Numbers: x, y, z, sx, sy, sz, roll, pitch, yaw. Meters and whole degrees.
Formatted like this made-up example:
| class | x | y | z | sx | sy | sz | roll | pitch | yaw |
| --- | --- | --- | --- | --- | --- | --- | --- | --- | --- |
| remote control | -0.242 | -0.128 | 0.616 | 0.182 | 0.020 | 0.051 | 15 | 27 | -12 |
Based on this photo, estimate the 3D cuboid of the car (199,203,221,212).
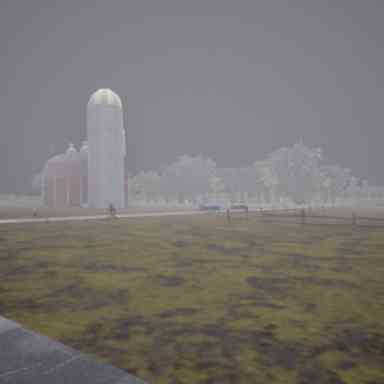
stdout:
| class | x | y | z | sx | sy | sz | roll | pitch | yaw |
| --- | --- | --- | --- | --- | --- | --- | --- | --- | --- |
| car | 3.167 | 2.641 | 57.291 | 1.882 | 1.535 | 5.008 | -2 | -2 | 36 |

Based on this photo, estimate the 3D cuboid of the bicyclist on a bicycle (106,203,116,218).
| class | x | y | z | sx | sy | sz | roll | pitch | yaw |
| --- | --- | --- | --- | --- | --- | --- | --- | --- | --- |
| bicyclist on a bicycle | -8.647 | 2.015 | 35.573 | 1.656 | 1.620 | 0.582 | -1 | -2 | 36 |

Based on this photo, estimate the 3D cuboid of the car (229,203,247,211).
| class | x | y | z | sx | sy | sz | roll | pitch | yaw |
| --- | --- | --- | --- | --- | --- | --- | --- | --- | --- |
| car | 9.249 | 2.867 | 65.847 | 1.882 | 1.535 | 5.008 | -2 | -2 | 36 |
